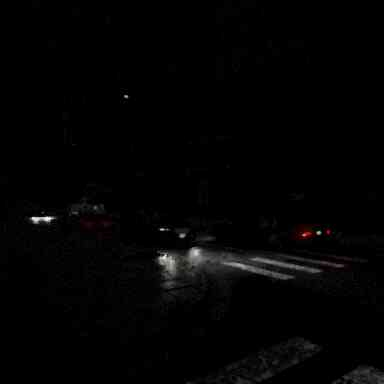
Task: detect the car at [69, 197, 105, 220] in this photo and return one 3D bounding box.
[{"bbox_3d":[-10.367,1.561,32.606,2.150,2.045,5.566,0,-1,-35],"label":"car"}]

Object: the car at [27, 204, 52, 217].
[{"bbox_3d":[-16.936,2.044,36.911,1.994,1.385,4.181,0,-1,-35],"label":"car"}]

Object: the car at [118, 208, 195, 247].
[{"bbox_3d":[-1.773,1.497,15.140,2.128,1.511,4.902,0,-1,-35],"label":"car"}]

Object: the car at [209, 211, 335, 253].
[{"bbox_3d":[2.950,1.499,13.529,2.033,1.411,5.357,0,-1,-35],"label":"car"}]
